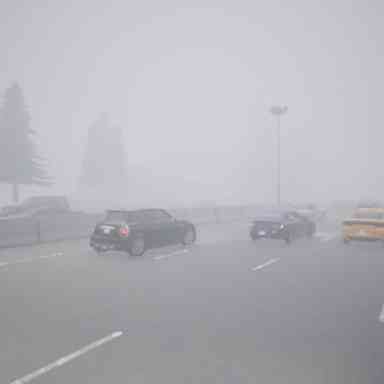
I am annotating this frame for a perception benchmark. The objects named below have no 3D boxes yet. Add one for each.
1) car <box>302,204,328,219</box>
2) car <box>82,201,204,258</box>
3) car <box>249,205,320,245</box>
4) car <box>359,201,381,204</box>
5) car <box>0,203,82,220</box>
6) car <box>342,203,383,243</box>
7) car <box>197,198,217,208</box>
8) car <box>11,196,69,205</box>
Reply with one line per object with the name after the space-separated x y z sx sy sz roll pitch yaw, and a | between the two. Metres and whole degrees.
9.661 1.673 27.746 1.895 1.301 4.718 0 0 42 | car
-1.766 1.402 13.443 2.097 1.767 4.553 0 0 35 | car
4.374 1.570 15.908 1.812 1.442 4.674 0 0 37 | car
15.801 1.566 29.153 1.837 1.490 4.892 -1 -1 44 | car
-9.460 1.641 21.158 2.033 1.411 5.357 0 0 36 | car
8.441 1.511 15.451 1.882 1.535 5.008 0 0 38 | car
1.754 1.691 50.000 4.674 1.442 1.812 0 0 -44 | car
-13.026 1.347 28.060 2.150 2.045 5.566 0 0 37 | car
